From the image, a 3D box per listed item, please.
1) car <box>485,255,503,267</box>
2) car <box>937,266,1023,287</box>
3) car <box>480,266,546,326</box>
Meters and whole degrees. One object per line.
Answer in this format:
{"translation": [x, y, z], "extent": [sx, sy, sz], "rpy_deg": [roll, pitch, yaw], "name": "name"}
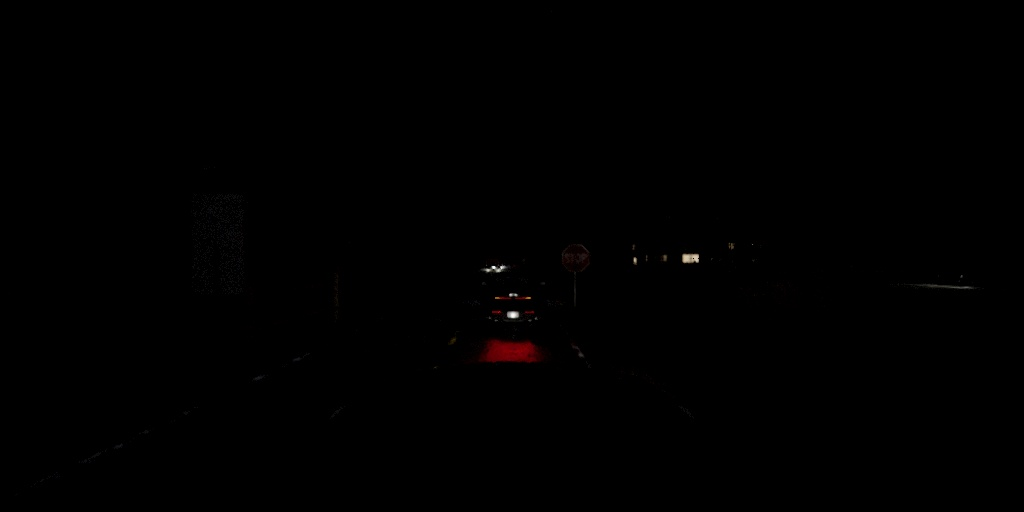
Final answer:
{"translation": [-2.864, 0.907, 55.716], "extent": [2.150, 2.045, 5.566], "rpy_deg": [0, 0, 0], "name": "car"}
{"translation": [36.297, 1.516, 27.901], "extent": [5.008, 1.535, 1.882], "rpy_deg": [0, 0, 1], "name": "car"}
{"translation": [0.045, 1.234, 11.550], "extent": [1.837, 1.490, 4.892], "rpy_deg": [0, 0, 0], "name": "car"}
